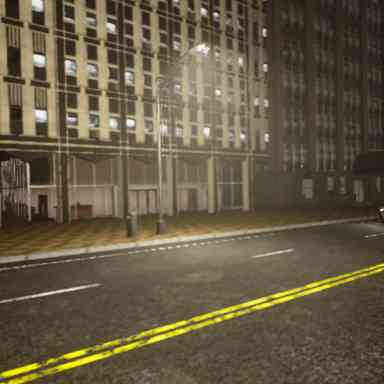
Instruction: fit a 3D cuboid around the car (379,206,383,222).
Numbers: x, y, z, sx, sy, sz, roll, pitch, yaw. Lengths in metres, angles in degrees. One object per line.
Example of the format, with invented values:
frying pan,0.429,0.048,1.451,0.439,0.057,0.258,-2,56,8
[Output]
car,14.231,1.045,21.728,4.553,1.767,2.097,-1,1,-35
